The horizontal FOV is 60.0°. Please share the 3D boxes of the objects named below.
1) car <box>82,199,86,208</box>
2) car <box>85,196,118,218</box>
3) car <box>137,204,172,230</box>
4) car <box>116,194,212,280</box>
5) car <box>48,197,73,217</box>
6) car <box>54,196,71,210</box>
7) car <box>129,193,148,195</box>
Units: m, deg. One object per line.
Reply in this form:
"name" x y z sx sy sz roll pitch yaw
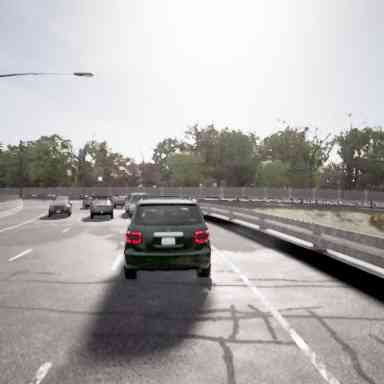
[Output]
"car" -13.274 1.458 43.712 1.895 1.301 4.718 0 0 -24
"car" -7.792 1.397 28.704 2.128 1.511 4.902 0 0 -16
"car" -2.571 1.527 21.676 1.895 1.301 4.718 0 0 -11
"car" -0.769 1.185 10.063 2.150 2.045 5.566 0 0 -5
"car" -11.793 1.429 29.961 1.812 1.442 4.674 0 0 -17
"car" -16.774 1.368 42.928 1.837 1.490 4.892 0 1 -24
"car" -5.303 1.111 32.658 2.150 2.045 5.566 0 0 -16
